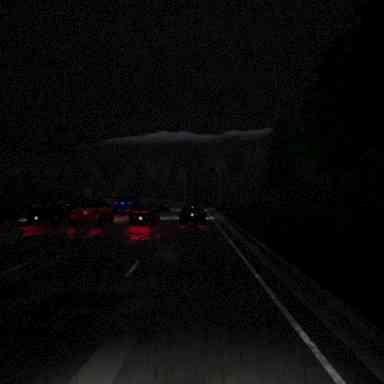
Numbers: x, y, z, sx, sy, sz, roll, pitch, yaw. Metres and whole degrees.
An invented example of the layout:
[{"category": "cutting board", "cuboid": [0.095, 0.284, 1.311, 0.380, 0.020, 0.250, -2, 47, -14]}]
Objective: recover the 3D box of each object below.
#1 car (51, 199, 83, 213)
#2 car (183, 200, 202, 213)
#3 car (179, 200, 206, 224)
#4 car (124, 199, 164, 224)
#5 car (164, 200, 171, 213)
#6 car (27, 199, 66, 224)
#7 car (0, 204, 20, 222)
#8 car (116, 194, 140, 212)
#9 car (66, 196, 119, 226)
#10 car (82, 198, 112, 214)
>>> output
[{"category": "car", "cuboid": [-13.964, 1.553, 37.476, 1.812, 1.442, 4.674, 0, 0, 0]}, {"category": "car", "cuboid": [0.033, 1.591, 37.409, 1.994, 1.385, 4.181, 0, 0, 0]}, {"category": "car", "cuboid": [0.033, 1.582, 25.239, 1.994, 1.385, 4.181, 0, 0, 0]}, {"category": "car", "cuboid": [-3.469, 1.524, 24.972, 1.837, 1.490, 4.892, 0, 0, 1]}, {"category": "car", "cuboid": [-3.463, 1.591, 37.400, 1.994, 1.385, 4.181, 0, 0, 0]}, {"category": "car", "cuboid": [-10.470, 1.522, 24.824, 1.837, 1.490, 4.892, 0, 0, 1]}, {"category": "car", "cuboid": [-13.985, 1.542, 23.313, 1.812, 1.442, 4.674, 0, 0, 0]}, {"category": "car", "cuboid": [-6.974, 1.246, 36.233, 2.150, 2.045, 5.566, 0, 0, 1]}, {"category": "car", "cuboid": [-6.978, 1.369, 23.910, 2.097, 1.767, 4.553, 0, 0, 0]}, {"category": "car", "cuboid": [-10.461, 1.504, 37.034, 1.882, 1.535, 5.008, 0, 0, 0]}]
